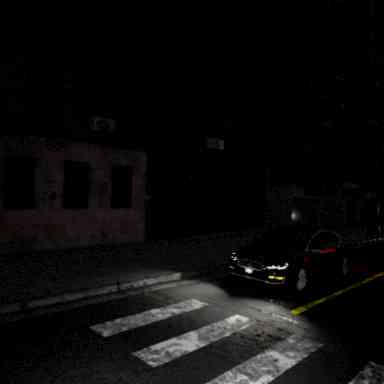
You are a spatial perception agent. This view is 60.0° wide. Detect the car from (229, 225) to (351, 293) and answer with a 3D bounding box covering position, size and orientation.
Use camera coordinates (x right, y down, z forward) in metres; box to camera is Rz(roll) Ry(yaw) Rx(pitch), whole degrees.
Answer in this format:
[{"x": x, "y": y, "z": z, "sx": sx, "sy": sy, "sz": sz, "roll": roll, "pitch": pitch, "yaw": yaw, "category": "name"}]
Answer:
[{"x": 3.093, "y": 1.775, "z": 9.823, "sx": 1.837, "sy": 1.490, "sz": 4.892, "roll": 3, "pitch": -1, "yaw": 45, "category": "car"}]
